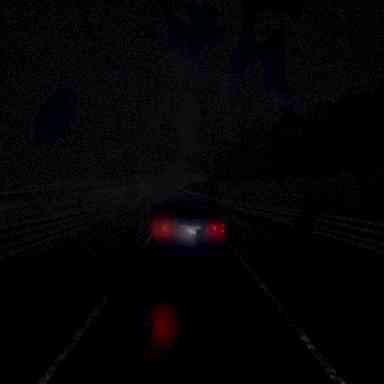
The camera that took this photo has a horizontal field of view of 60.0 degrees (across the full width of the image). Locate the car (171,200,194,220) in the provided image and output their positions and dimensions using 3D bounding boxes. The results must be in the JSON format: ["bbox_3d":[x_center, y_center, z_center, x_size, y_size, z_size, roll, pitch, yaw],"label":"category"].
[{"bbox_3d":[-0.931,1.491,28.684,1.812,1.442,4.674,0,0,-4],"label":"car"}]

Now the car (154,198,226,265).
[{"bbox_3d":[-0.106,1.205,11.747,2.150,2.045,5.566,0,0,-1],"label":"car"}]
